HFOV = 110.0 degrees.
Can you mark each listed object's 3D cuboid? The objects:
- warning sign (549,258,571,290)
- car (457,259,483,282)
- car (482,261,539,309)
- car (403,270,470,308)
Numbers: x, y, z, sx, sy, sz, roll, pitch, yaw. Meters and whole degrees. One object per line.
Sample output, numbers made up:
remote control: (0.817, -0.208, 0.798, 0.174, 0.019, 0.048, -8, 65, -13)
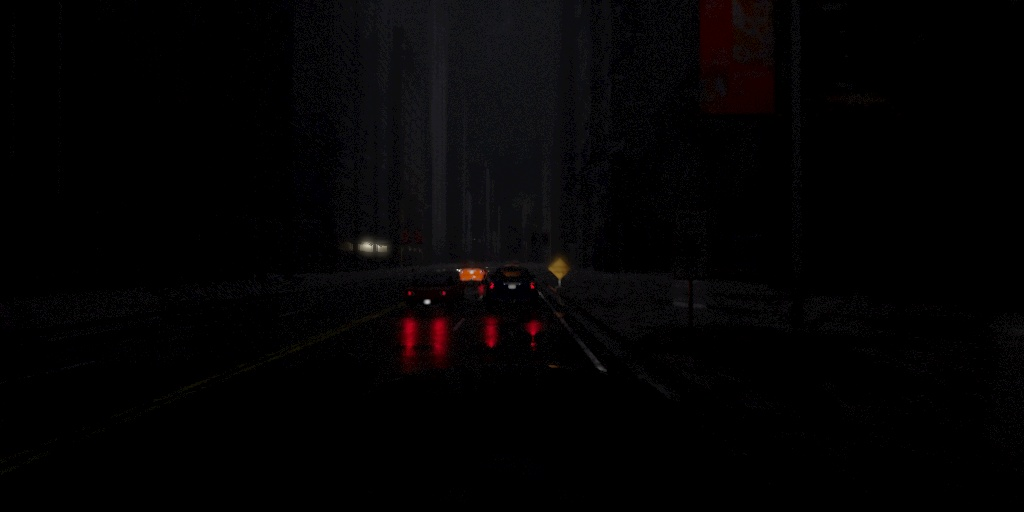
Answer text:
warning sign: (2.859, 1.053, 21.422, 1.300, 1.860, 1.060, 0, 0, 0)
car: (-3.234, 1.379, 30.919, 2.097, 1.767, 4.553, 0, -1, 0)
car: (0.010, 1.235, 15.927, 2.097, 1.767, 4.553, 0, -1, 0)
car: (-3.241, 1.486, 15.959, 1.895, 1.301, 4.718, 0, -1, 0)
